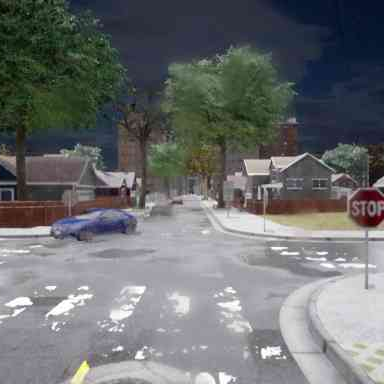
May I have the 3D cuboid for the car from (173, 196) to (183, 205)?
[{"bbox_3d":[-2.630,1.510,59.841,1.882,1.535,5.008,0,0,0],"label":"car"}]

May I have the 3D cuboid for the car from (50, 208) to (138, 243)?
[{"bbox_3d":[-4.576,1.517,16.282,1.812,1.442,4.674,0,0,31],"label":"car"}]

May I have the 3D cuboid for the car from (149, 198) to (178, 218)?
[{"bbox_3d":[-2.690,1.558,30.388,2.033,1.411,5.357,0,0,0],"label":"car"}]
